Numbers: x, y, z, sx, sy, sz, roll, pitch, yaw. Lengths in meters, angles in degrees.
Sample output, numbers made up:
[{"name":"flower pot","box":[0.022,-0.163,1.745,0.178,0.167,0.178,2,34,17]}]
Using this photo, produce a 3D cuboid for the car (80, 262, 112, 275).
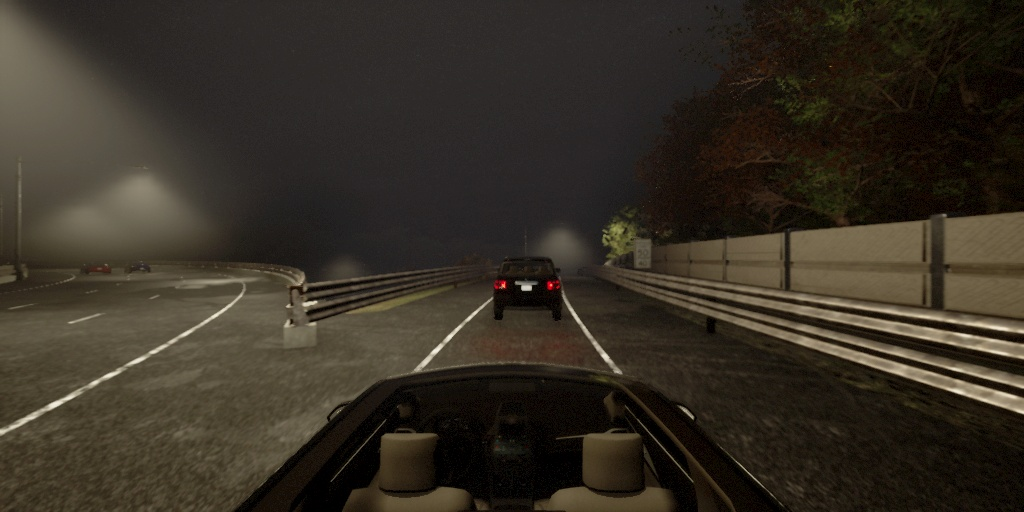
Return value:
[{"name":"car","box":[-47.819,1.396,41.230,4.181,1.385,1.994,0,0,33]}]

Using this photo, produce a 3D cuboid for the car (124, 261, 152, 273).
[{"name":"car","box":[-46.250,1.370,44.353,4.674,1.442,1.812,0,0,36]}]

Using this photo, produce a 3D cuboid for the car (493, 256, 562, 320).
[{"name":"car","box":[0.615,1.013,13.068,2.150,2.045,5.566,0,0,4]}]
